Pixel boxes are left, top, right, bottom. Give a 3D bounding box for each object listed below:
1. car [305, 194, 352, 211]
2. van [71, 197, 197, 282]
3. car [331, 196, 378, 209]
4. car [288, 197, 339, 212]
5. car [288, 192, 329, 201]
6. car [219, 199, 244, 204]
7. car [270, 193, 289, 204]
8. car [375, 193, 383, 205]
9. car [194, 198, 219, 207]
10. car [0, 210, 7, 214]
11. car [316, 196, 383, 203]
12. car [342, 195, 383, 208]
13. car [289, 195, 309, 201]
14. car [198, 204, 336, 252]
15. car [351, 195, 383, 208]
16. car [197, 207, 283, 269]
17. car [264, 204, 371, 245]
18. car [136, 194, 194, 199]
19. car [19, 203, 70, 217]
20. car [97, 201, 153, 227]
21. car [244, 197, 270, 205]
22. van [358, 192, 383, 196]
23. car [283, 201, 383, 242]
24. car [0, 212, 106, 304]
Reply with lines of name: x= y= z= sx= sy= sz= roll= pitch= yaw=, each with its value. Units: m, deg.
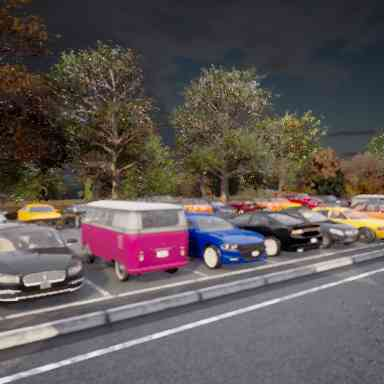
car: x=15.571 y=1.163 z=38.252 sx=2.185 sy=1.767 sz=4.553 roll=-1 pitch=0 yaw=-35
van: x=-1.975 y=1.271 z=10.010 sx=1.878 sy=1.987 sz=4.442 roll=0 pitch=0 yaw=-35
car: x=20.160 y=1.275 z=41.408 sx=2.163 sy=1.488 sz=4.792 roll=-1 pitch=0 yaw=-35
car: x=13.308 y=1.312 z=36.628 sx=2.231 sy=1.521 sz=4.892 roll=-1 pitch=0 yaw=-35
car: x=11.050 y=1.079 z=34.997 sx=2.435 sy=2.045 sz=5.566 roll=-1 pitch=0 yaw=-35
car: x=1.924 y=1.448 z=28.611 sx=2.002 sy=1.452 sz=4.674 roll=0 pitch=0 yaw=-35
car: x=6.497 y=1.245 z=31.787 sx=2.185 sy=1.767 sz=4.553 roll=-1 pitch=0 yaw=-35
car: x=29.270 y=1.031 z=47.818 sx=2.185 sy=1.767 sz=4.553 roll=-1 pitch=0 yaw=-35
car: x=-0.335 y=1.300 z=26.979 sx=2.185 sy=1.767 sz=4.553 roll=0 pitch=0 yaw=-35
car: x=-11.740 y=1.551 z=18.992 sx=2.002 sy=1.452 sz=4.674 roll=0 pitch=0 yaw=-35
car: x=9.491 y=1.285 z=17.900 sx=2.185 sy=1.767 sz=4.553 roll=0 pitch=0 yaw=-35
car: x=22.418 y=1.224 z=43.040 sx=2.097 sy=1.535 sz=5.008 roll=-1 pitch=0 yaw=-35
car: x=8.753 y=1.350 z=33.421 sx=2.097 sy=1.535 sz=5.008 roll=-1 pitch=0 yaw=-35
car: x=2.648 y=1.463 z=13.115 sx=2.097 sy=1.535 sz=5.008 roll=0 pitch=0 yaw=-35
car: x=24.489 y=1.199 z=44.718 sx=1.946 sy=1.575 sz=5.366 roll=-1 pitch=0 yaw=-35
car: x=0.366 y=1.480 z=11.522 sx=2.097 sy=1.535 sz=5.008 roll=0 pitch=0 yaw=-35
car: x=4.920 y=1.487 z=14.724 sx=2.002 sy=1.452 sz=4.674 roll=0 pitch=0 yaw=-35
car: x=-2.614 y=1.193 z=25.379 sx=2.435 sy=2.045 sz=5.566 roll=0 pitch=0 yaw=-35
car: x=-9.465 y=1.494 z=20.597 sx=2.097 sy=1.535 sz=5.008 roll=0 pitch=0 yaw=-35
car: x=-4.925 y=1.491 z=23.821 sx=2.163 sy=1.488 sz=4.792 roll=0 pitch=0 yaw=-35
car: x=4.205 y=1.389 z=30.207 sx=2.097 sy=1.535 sz=5.008 roll=0 pitch=0 yaw=-35
van: x=11.764 y=1.167 z=19.395 sx=1.878 sy=1.987 sz=4.442 roll=0 pitch=0 yaw=-35
car: x=7.304 y=1.426 z=16.173 sx=1.946 sy=1.575 sz=5.366 roll=0 pitch=0 yaw=-35
car: x=-4.187 y=1.514 z=8.318 sx=2.231 sy=1.521 sz=4.892 roll=0 pitch=0 yaw=-35
